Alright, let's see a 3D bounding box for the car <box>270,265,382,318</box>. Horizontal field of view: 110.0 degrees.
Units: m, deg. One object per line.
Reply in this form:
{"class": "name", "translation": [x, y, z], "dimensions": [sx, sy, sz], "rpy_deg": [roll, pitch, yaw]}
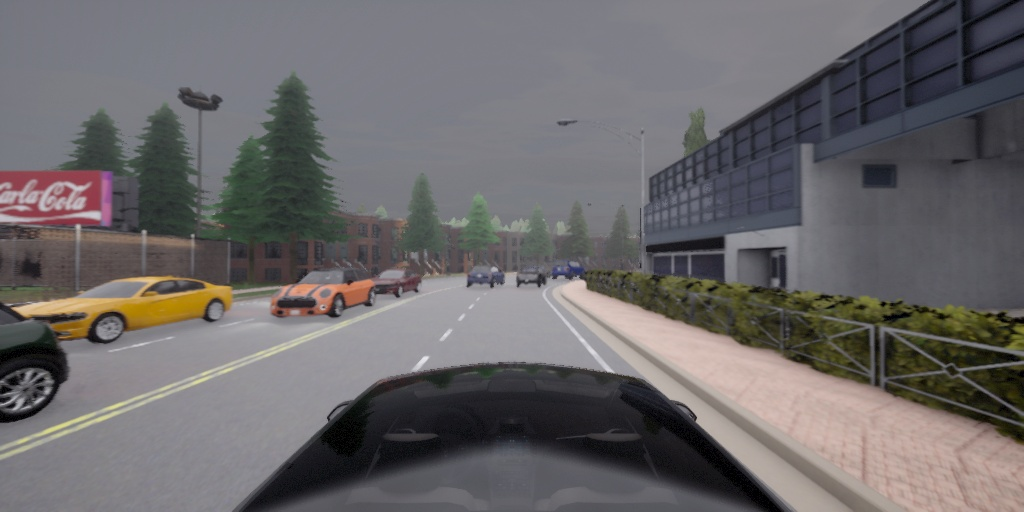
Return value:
{"class": "car", "translation": [-7.003, 1.268, 13.828], "dimensions": [2.097, 1.767, 4.553], "rpy_deg": [0, -1, 0]}

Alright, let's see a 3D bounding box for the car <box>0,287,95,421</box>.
{"class": "car", "translation": [-7.080, 1.116, 2.857], "dimensions": [2.097, 1.767, 4.553], "rpy_deg": [0, -1, 0]}

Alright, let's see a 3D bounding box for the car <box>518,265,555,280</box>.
{"class": "car", "translation": [2.808, 1.771, 40.059], "dimensions": [2.128, 1.511, 4.902], "rpy_deg": [-1, -1, 29]}

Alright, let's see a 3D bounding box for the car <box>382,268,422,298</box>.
{"class": "car", "translation": [-6.775, 1.491, 20.913], "dimensions": [1.882, 1.535, 5.008], "rpy_deg": [0, -1, 4]}

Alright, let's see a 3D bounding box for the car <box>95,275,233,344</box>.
{"class": "car", "translation": [-10.552, 1.343, 10.228], "dimensions": [1.882, 1.535, 5.008], "rpy_deg": [0, -1, 1]}

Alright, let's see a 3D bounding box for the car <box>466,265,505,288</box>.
{"class": "car", "translation": [-1.938, 1.465, 28.120], "dimensions": [2.097, 1.767, 4.553], "rpy_deg": [0, -1, 12]}

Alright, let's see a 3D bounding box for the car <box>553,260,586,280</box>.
{"class": "car", "translation": [6.193, 1.490, 39.001], "dimensions": [2.150, 2.045, 5.566], "rpy_deg": [-1, -1, 31]}

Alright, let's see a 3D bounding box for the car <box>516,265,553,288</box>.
{"class": "car", "translation": [1.624, 1.608, 28.199], "dimensions": [2.128, 1.511, 4.902], "rpy_deg": [0, -1, 13]}
